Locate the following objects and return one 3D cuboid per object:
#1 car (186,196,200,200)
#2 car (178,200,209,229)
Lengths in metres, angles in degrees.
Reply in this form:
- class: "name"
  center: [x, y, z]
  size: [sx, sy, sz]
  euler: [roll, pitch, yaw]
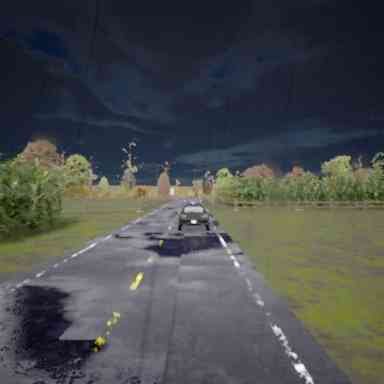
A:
- class: "car"
  center: [0.108, 1.276, 38.026]
  size: [2.097, 1.767, 4.553]
  euler: [0, 0, 0]
- class: "car"
  center: [0.106, 1.484, 20.894]
  size: [1.812, 1.442, 4.674]
  euler: [0, 0, 0]
